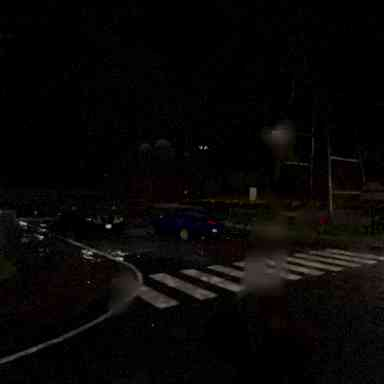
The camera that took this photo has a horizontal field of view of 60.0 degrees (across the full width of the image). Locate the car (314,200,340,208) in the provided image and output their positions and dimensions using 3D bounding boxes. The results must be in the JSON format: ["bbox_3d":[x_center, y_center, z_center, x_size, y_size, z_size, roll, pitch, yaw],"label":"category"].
[{"bbox_3d":[21.524,2.143,54.027,1.837,1.490,4.892,1,0,-36],"label":"car"}]

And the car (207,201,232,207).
[{"bbox_3d":[3.295,1.870,41.610,3.905,1.438,1.784,1,-1,-36],"label":"car"}]

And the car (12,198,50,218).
[{"bbox_3d":[-15.168,1.580,31.201,1.837,1.490,4.892,1,-1,-36],"label":"car"}]

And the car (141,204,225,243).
[{"bbox_3d":[-0.438,1.602,17.130,1.882,1.535,5.008,0,0,-37],"label":"car"}]

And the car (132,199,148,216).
[{"bbox_3d":[-6.379,1.687,33.048,4.193,1.474,1.816,1,-1,-36],"label":"car"}]

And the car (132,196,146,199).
[{"bbox_3d":[-10.129,1.654,59.642,4.605,1.855,1.932,1,-1,-36],"label":"car"}]

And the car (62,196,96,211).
[{"bbox_3d":[-14.801,1.485,43.591,3.866,1.878,1.905,1,-1,-36],"label":"car"}]

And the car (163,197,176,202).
[{"bbox_3d":[-6.258,2.187,92.585,1.994,1.385,4.181,1,-1,-36],"label":"car"}]

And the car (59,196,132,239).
[{"bbox_3d":[-5.682,1.297,18.394,2.150,2.045,5.566,1,0,-36],"label":"car"}]

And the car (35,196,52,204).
[{"bbox_3d":[-29.105,1.648,63.119,4.611,1.667,2.242,1,-1,-36],"label":"car"}]

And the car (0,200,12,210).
[{"bbox_3d":[-24.911,1.676,44.500,1.895,1.301,4.718,1,-1,-37],"label":"car"}]
